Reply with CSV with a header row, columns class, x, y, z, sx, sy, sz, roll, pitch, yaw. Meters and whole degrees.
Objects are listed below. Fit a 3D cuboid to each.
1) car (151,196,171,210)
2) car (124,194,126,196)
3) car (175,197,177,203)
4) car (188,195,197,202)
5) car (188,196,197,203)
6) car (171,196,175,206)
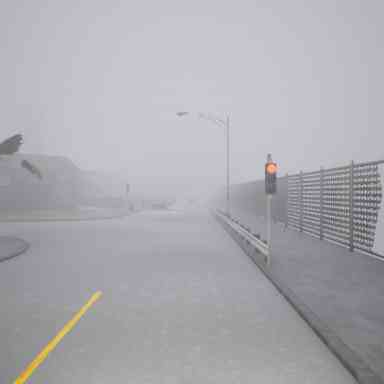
class,x,y,z,sx,sy,sz,roll,pitch,yaw
car,-4.089,1.478,42.824,1.882,1.535,5.008,0,0,0
car,-17.260,1.134,78.260,3.633,1.501,1.845,0,0,0
car,-4.009,1.547,67.115,2.033,1.411,5.357,0,0,1
car,0.017,1.540,78.674,2.033,1.411,5.357,0,0,0
car,0.120,1.547,68.045,2.033,1.411,5.357,0,0,-1
car,-4.079,1.505,52.542,1.837,1.490,4.892,0,0,0
